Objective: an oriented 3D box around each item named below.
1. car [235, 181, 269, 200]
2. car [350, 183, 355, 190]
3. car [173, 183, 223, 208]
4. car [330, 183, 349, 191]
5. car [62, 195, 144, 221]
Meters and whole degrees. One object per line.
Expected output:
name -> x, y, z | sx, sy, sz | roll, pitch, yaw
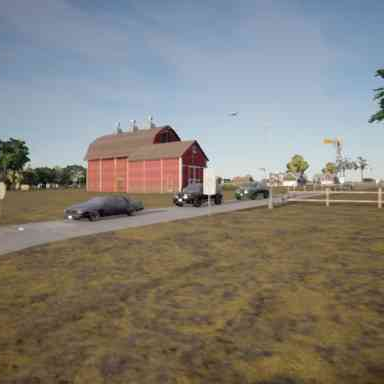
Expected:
car -> 7.019, -0.172, 38.414 | 2.150, 2.045, 5.566 | 0, 2, 36
car -> 33.123, -1.219, 70.224 | 1.837, 1.490, 4.892 | 0, 2, 35
car -> 0.662, 0.223, 29.497 | 2.150, 2.045, 5.566 | 0, 2, 36
car -> 27.092, -0.864, 61.582 | 2.033, 1.411, 5.357 | 0, 2, 35
car -> -5.378, 0.935, 21.011 | 2.033, 1.411, 5.357 | 0, 2, 35
